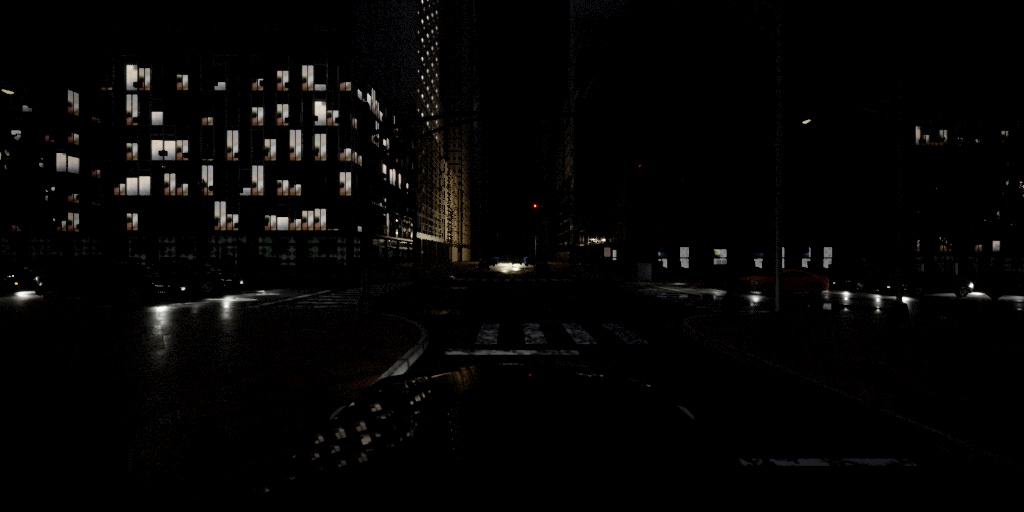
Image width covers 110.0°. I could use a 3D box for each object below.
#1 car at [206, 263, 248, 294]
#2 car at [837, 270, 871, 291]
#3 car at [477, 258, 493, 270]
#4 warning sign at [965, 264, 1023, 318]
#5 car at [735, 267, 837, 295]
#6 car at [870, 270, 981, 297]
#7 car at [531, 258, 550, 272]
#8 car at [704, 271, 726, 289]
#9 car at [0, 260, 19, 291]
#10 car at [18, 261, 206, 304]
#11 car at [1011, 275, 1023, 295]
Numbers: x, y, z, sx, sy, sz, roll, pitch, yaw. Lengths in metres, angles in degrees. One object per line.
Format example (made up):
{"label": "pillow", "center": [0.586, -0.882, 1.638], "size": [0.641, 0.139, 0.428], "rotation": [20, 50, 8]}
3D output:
{"label": "car", "center": [-15.524, 0.995, 17.264], "size": [4.892, 1.490, 1.837], "rotation": [1, 0, -3]}
{"label": "car", "center": [25.618, 1.740, 25.929], "size": [4.892, 1.490, 1.837], "rotation": [1, 0, -3]}
{"label": "car", "center": [-4.086, 1.343, 52.087], "size": [1.802, 1.307, 4.207], "rotation": [0, 0, 0]}
{"label": "warning sign", "center": [17.262, 1.204, 12.818], "size": [1.060, 1.860, 1.300], "rotation": [0, 0, -3]}
{"label": "car", "center": [16.729, 1.554, 22.252], "size": [5.008, 1.535, 1.882], "rotation": [1, 0, -3]}
{"label": "car", "center": [26.129, 1.750, 22.700], "size": [4.892, 1.490, 1.837], "rotation": [1, 0, -3]}
{"label": "car", "center": [3.873, 1.329, 46.604], "size": [1.948, 1.339, 4.313], "rotation": [0, 0, 0]}
{"label": "car", "center": [16.320, 1.546, 25.487], "size": [5.008, 1.535, 1.882], "rotation": [1, 0, -3]}
{"label": "car", "center": [-24.429, 0.891, 16.844], "size": [4.181, 1.385, 1.994], "rotation": [1, 0, -3]}
{"label": "car", "center": [-15.373, 0.998, 14.018], "size": [4.892, 1.490, 1.837], "rotation": [1, 0, -3]}
{"label": "car", "center": [35.916, 2.021, 23.158], "size": [4.718, 1.301, 1.895], "rotation": [1, 0, -3]}
